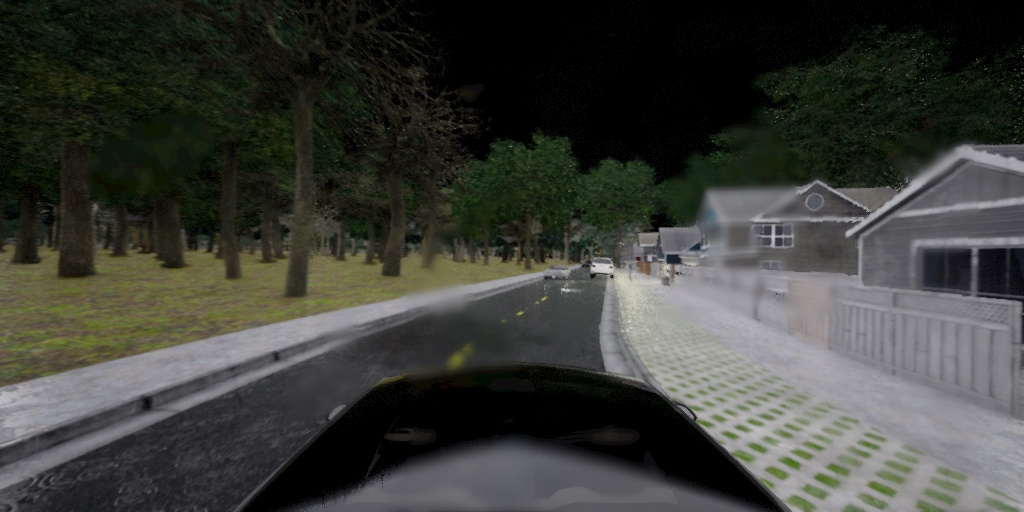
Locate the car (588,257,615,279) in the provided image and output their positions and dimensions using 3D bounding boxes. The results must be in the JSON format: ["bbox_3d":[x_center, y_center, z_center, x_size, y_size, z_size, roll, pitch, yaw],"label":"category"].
[{"bbox_3d":[9.142,1.223,36.173,2.150,2.045,5.566,4,-1,15],"label":"car"}]

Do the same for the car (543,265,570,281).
[{"bbox_3d":[4.044,1.455,31.980,1.895,1.301,4.718,1,0,15],"label":"car"}]
